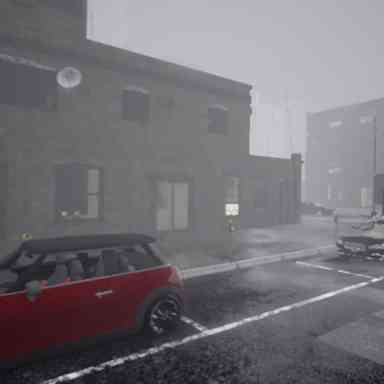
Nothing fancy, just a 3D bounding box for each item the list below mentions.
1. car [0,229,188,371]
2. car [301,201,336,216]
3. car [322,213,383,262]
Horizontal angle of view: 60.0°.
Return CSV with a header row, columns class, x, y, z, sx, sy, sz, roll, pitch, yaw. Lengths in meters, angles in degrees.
class,x,y,z,sx,sy,sz,roll,pitch,yaw
car,-2.150,1.437,5.004,4.097,1.590,1.967,0,1,-35
car,11.198,1.531,31.216,1.887,1.381,4.507,1,-1,-35
car,6.662,1.515,11.274,4.403,1.369,2.008,0,1,-35
